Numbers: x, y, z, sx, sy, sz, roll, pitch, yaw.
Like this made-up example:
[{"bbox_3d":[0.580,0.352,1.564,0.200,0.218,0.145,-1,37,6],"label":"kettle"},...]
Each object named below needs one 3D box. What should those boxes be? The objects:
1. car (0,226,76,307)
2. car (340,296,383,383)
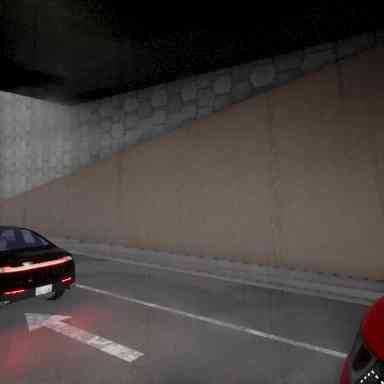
[{"bbox_3d":[-4.550,1.492,7.215,4.902,1.511,2.128,0,0,36],"label":"car"},{"bbox_3d":[3.627,1.221,1.357,5.566,2.045,2.150,0,0,35],"label":"car"}]
